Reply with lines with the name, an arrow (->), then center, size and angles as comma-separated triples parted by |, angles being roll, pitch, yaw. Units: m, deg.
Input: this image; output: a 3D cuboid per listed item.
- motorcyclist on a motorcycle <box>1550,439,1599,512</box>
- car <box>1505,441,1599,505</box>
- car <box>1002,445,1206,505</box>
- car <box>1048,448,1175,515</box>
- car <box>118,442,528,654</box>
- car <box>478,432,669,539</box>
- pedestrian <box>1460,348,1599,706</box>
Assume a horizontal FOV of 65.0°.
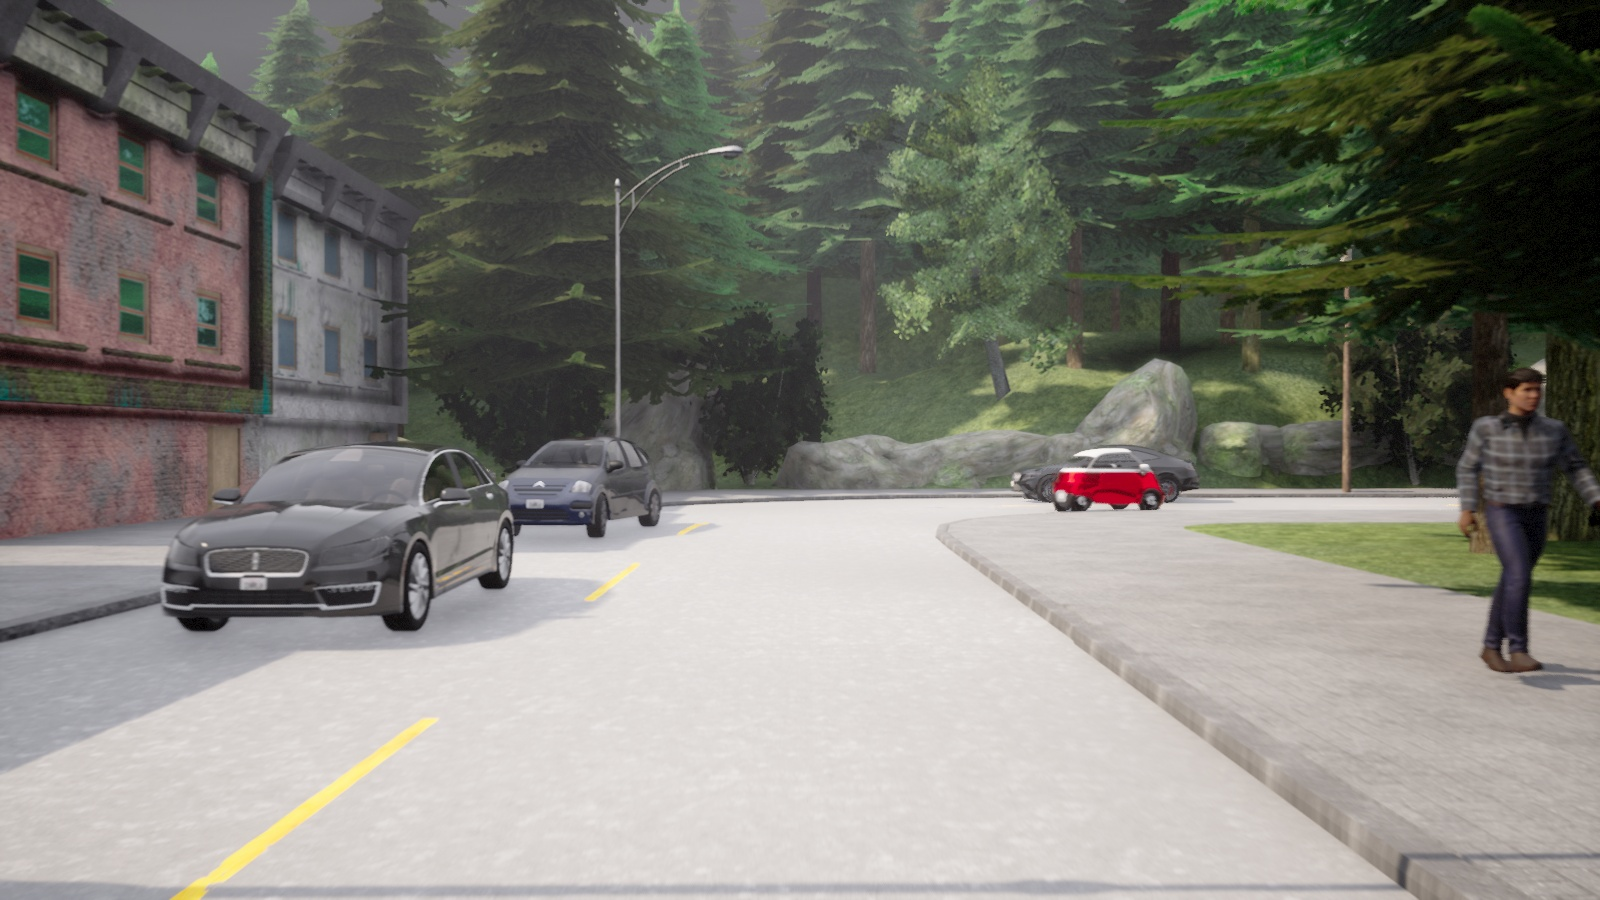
motorcyclist on a motorcycle -> 17.709, 0.558, 27.681 | 1.817, 1.590, 0.866 | 0, 0, 0
car -> 20.138, 0.563, 31.690 | 3.705, 1.549, 1.789 | 0, 0, 0
car -> 7.574, 0.601, 31.547 | 4.674, 1.442, 1.812 | 0, 0, -3
car -> 6.704, 0.655, 27.080 | 2.207, 1.376, 1.481 | 0, 0, -16
car -> -3.928, 0.683, 11.386 | 1.837, 1.490, 4.892 | 0, 1, 0
car -> -3.681, 0.523, 21.138 | 1.851, 1.617, 3.988 | 0, 0, 11
pedestrian -> 4.209, 0.419, 7.261 | 0.423, 1.949, 0.788 | 0, 0, 5
